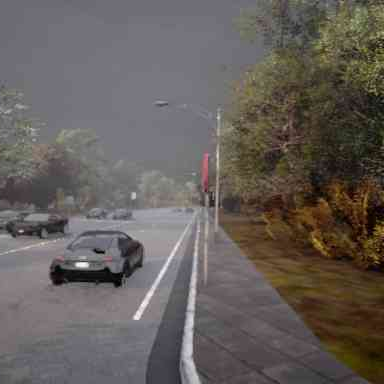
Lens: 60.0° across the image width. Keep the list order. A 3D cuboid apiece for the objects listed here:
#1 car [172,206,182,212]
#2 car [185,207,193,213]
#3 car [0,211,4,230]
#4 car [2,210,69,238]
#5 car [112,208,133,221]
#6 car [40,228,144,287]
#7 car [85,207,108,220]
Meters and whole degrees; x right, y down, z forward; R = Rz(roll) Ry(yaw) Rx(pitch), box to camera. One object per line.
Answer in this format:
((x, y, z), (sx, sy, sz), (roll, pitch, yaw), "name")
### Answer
((-4.265, 4.762, 89.562), (1.895, 1.301, 4.718), (1, -2, 1), "car")
((-0.776, 4.731, 89.028), (1.837, 1.490, 4.892), (1, -2, 1), "car")
((-12.995, 2.084, 24.084), (1.837, 1.490, 4.892), (1, -3, 2), "car")
((-9.565, 2.036, 21.274), (1.882, 1.535, 5.008), (1, -2, 1), "car")
((-8.961, 2.877, 43.076), (1.837, 1.490, 4.892), (1, -2, 2), "car")
((-2.738, 1.898, 10.434), (1.994, 1.385, 4.181), (1, -2, 1), "car")
((-12.442, 2.816, 43.702), (1.837, 1.490, 4.892), (1, -3, 2), "car")
